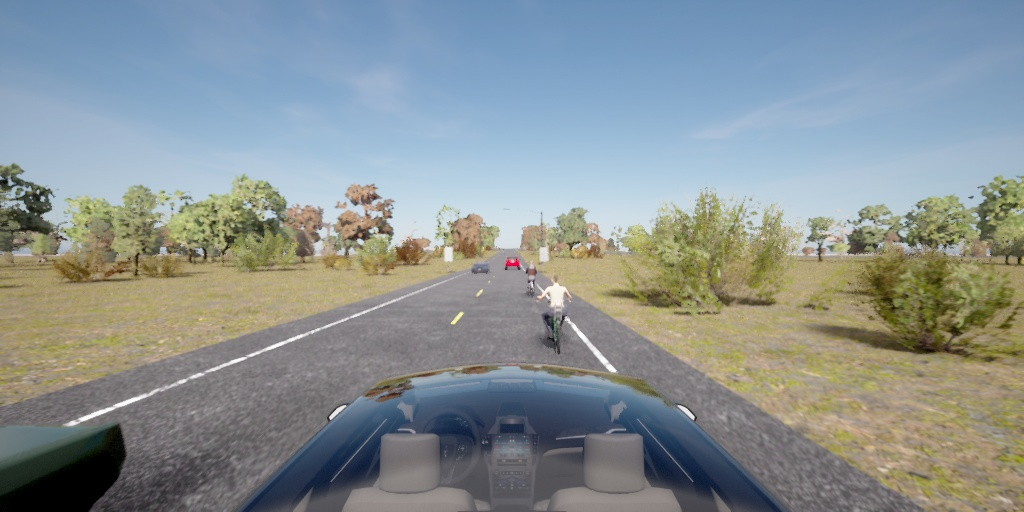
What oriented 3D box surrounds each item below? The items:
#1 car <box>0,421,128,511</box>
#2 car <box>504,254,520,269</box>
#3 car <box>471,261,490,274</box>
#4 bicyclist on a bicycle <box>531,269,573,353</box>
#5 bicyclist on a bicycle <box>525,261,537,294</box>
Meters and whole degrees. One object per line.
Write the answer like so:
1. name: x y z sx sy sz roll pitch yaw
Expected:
1. car: -3.599 1.351 0.198 1.895 1.301 4.718 0 0 0
2. car: 0.091 0.965 54.634 2.150 2.045 5.566 0 0 0
3. car: -3.601 1.314 41.871 1.994 1.385 4.181 0 0 0
4. bicyclist on a bicycle: 0.945 1.187 7.829 0.866 1.612 1.509 0 0 0
5. bicyclist on a bicycle: 0.961 1.121 17.870 0.659 1.776 1.843 0 0 0
